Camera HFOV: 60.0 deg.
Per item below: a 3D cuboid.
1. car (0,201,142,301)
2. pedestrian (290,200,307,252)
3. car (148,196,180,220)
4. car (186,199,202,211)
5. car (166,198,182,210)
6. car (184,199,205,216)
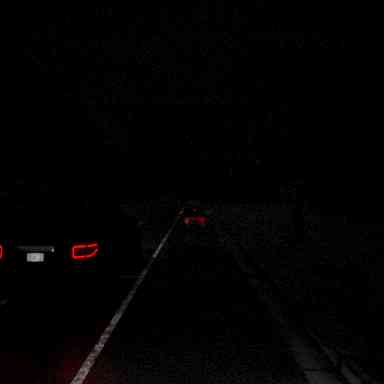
[{"bbox_3d":[-2.709,1.230,8.464,2.150,2.045,5.566,0,0,0],"label":"car"},{"bbox_3d":[3.779,1.150,11.701,0.375,1.860,0.375,-1,-1,0],"label":"pedestrian"},{"bbox_3d":[-2.465,1.339,28.272,2.192,1.841,5.009,1,0,0],"label":"car"},{"bbox_3d":[0.254,1.610,43.315,1.994,1.385,4.181,0,0,1],"label":"car"},{"bbox_3d":[-2.379,1.573,44.698,1.752,1.417,4.829,1,0,0],"label":"car"},{"bbox_3d":[0.249,1.508,32.805,1.882,1.535,5.008,0,0,0],"label":"car"}]
